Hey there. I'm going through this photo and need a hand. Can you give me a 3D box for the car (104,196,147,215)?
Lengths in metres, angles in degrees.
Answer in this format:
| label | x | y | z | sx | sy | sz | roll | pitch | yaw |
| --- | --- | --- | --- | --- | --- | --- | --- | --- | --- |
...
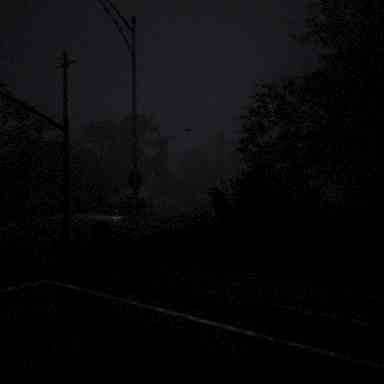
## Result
| label | x | y | z | sx | sy | sz | roll | pitch | yaw |
| --- | --- | --- | --- | --- | --- | --- | --- | --- | --- |
| car | -7.492 | 1.512 | 38.034 | 2.150 | 2.045 | 5.566 | -1 | 0 | 32 |
